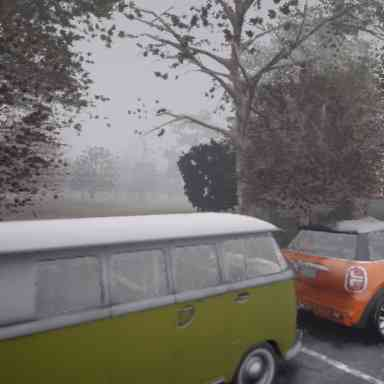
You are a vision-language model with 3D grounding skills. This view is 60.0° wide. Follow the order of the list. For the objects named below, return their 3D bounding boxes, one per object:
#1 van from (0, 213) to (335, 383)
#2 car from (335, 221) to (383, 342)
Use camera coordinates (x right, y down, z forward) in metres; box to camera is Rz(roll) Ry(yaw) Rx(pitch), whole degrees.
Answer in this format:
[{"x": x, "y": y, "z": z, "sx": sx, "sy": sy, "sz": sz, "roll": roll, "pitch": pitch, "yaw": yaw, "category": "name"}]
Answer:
[{"x": -0.691, "y": 1.257, "z": 3.560, "sx": 4.442, "sy": 1.987, "sz": 1.878, "roll": 0, "pitch": 0, "yaw": -33, "category": "van"}, {"x": 3.720, "y": 1.368, "z": 6.714, "sx": 4.553, "sy": 1.767, "sz": 2.185, "roll": 0, "pitch": 0, "yaw": -33, "category": "car"}]
